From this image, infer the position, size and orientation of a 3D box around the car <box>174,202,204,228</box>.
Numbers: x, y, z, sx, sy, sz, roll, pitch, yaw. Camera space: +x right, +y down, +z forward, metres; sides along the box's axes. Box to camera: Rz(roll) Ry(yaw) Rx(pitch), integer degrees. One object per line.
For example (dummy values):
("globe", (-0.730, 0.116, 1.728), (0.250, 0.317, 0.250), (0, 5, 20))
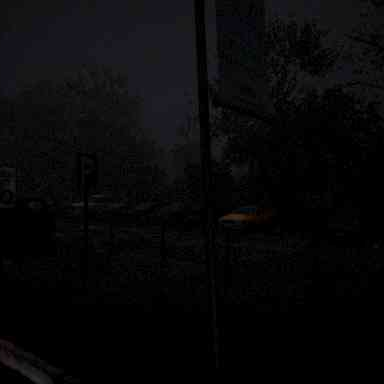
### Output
("car", (1.297, 1.524, 21.779), (2.163, 1.488, 4.792), (0, 0, 35))

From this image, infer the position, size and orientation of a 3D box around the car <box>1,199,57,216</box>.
("car", (-16.846, 1.527, 34.579), (2.163, 1.488, 4.792), (0, 0, 35))

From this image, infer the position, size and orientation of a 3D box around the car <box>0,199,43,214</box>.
("car", (-19.082, 1.515, 36.237), (2.163, 1.488, 4.792), (0, 0, 35))

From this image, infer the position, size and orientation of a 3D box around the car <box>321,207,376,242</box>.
("car", (8.056, 1.518, 16.914), (2.163, 1.488, 4.792), (0, 0, 35))

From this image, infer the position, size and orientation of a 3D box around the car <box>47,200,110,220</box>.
("car", (-10.041, 1.505, 29.780), (2.231, 1.521, 4.892), (0, 0, 35))

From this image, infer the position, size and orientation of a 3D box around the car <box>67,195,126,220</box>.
("car", (-7.791, 1.251, 28.157), (2.435, 2.045, 5.566), (0, 0, 35))

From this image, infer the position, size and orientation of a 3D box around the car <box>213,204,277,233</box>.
("car", (3.437, 1.489, 19.998), (1.946, 1.575, 5.366), (0, 0, 35))

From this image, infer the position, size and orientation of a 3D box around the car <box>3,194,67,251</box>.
("car", (-7.858, 1.243, 12.167), (2.435, 2.045, 5.566), (0, 0, 35))

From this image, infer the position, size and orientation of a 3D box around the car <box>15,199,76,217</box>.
("car", (-14.461, 1.497, 33.150), (1.946, 1.575, 5.366), (0, 0, 35))

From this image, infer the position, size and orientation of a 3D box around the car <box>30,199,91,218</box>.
("car", (-12.306, 1.503, 31.388), (2.097, 1.535, 5.008), (0, 0, 35))

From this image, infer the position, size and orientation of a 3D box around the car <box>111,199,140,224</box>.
("car", (-3.244, 1.498, 24.972), (2.097, 1.535, 5.008), (0, 0, 35))

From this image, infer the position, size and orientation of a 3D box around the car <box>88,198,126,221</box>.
("car", (-5.508, 1.500, 26.578), (2.097, 1.535, 5.008), (0, 0, 35))

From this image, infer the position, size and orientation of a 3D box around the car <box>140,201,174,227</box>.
("car", (-0.979, 1.497, 23.367), (2.231, 1.521, 4.892), (0, 0, 35))
